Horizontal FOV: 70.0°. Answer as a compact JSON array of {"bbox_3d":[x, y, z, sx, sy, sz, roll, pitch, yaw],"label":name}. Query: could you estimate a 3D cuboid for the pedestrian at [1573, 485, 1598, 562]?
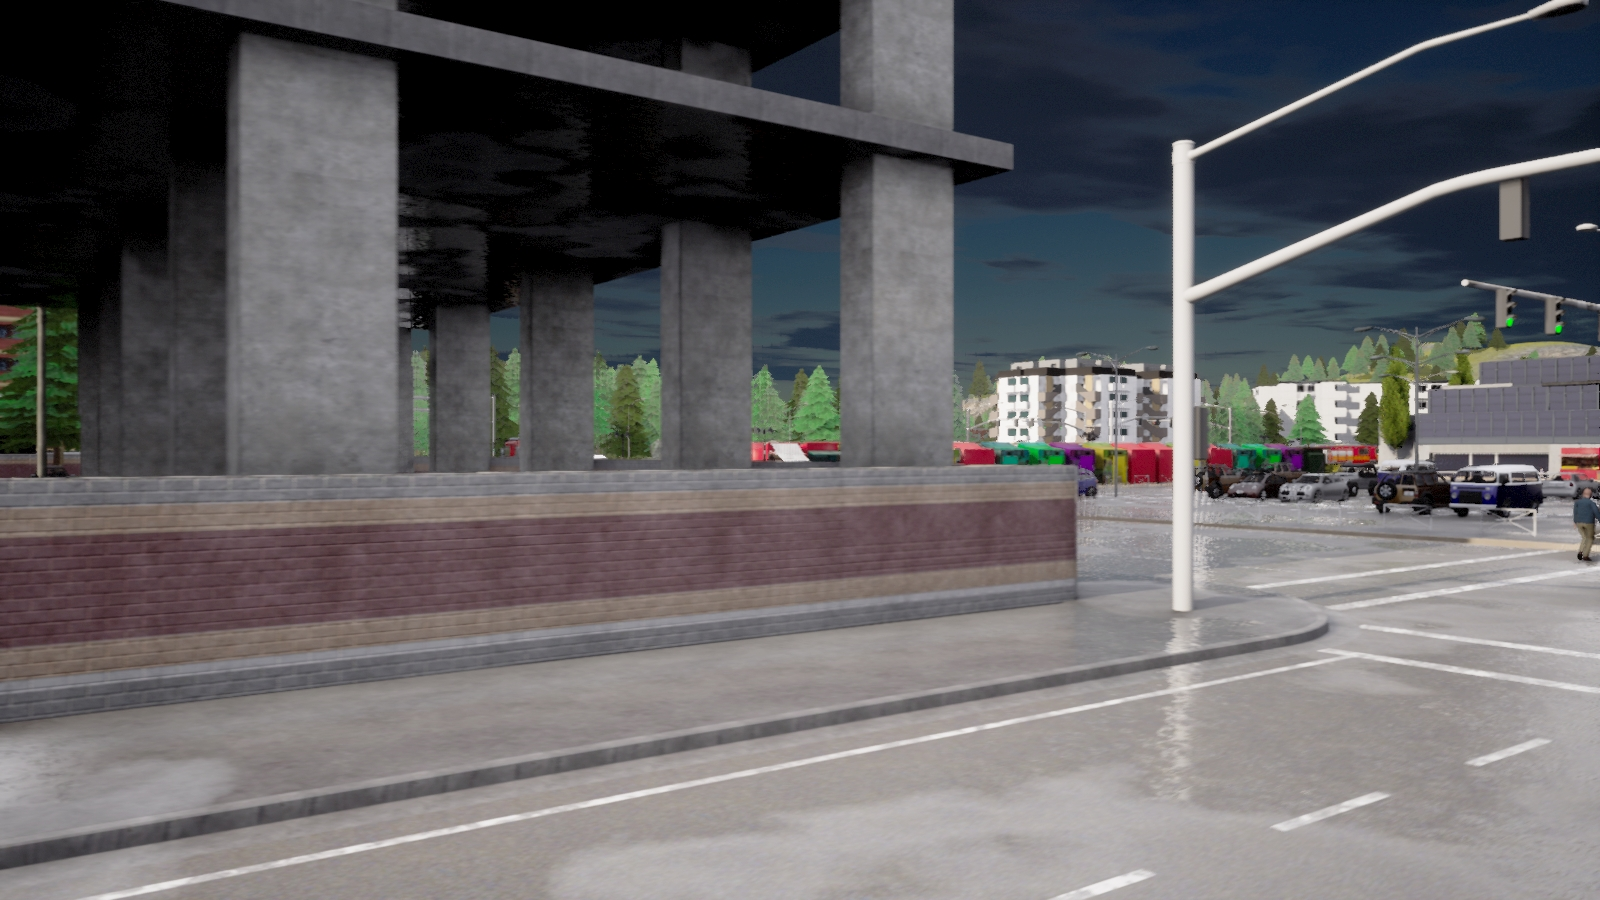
[{"bbox_3d":[19.263,1.797,28.025,0.375,1.860,0.375,0,0,-28],"label":"pedestrian"}]
